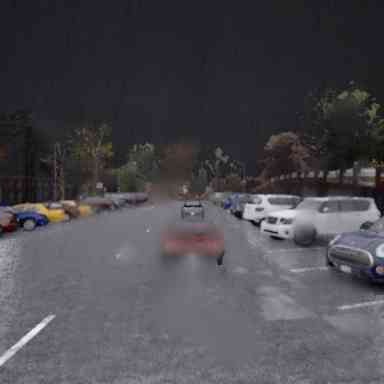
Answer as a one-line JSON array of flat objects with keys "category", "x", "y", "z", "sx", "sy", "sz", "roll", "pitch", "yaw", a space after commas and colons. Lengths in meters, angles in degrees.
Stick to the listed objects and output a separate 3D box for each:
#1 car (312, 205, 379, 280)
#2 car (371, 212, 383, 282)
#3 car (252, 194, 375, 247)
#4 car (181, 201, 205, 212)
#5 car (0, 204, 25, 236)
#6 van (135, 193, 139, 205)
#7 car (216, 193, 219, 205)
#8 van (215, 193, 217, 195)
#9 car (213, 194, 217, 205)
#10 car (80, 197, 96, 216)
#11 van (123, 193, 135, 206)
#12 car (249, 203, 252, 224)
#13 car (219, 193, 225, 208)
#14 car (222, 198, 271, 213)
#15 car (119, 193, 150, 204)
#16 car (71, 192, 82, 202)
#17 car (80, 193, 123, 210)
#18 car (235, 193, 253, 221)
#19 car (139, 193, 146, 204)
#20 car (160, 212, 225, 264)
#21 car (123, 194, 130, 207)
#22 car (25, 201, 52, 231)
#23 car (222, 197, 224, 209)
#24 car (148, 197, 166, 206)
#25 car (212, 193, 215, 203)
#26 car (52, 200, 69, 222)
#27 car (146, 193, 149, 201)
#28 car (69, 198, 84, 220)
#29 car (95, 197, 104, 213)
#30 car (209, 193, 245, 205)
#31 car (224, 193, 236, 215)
[{"category": "car", "x": 5.948, "y": 1.352, "z": 9.044, "sx": 4.553, "sy": 1.767, "sz": 2.185, "roll": 1, "pitch": 0, "yaw": -20}, {"category": "car", "x": 5.951, "y": 1.355, "z": 6.017, "sx": 4.553, "sy": 1.767, "sz": 2.185, "roll": 1, "pitch": 0, "yaw": -20}, {"category": "car", "x": 5.906, "y": 1.219, "z": 15.063, "sx": 5.566, "sy": 2.045, "sz": 2.435, "roll": 1, "pitch": 0, "yaw": -20}, {"category": "car", "x": 0.068, "y": 1.462, "z": 28.164, "sx": 2.128, "sy": 1.511, "sz": 4.902, "roll": 0, "pitch": 0, "yaw": 0}, {"category": "car", "x": -11.041, "y": 1.500, "z": 16.140, "sx": 4.792, "sy": 1.488, "sz": 2.163, "roll": -1, "pitch": 0, "yaw": -20}, {"category": "van", "x": -11.089, "y": 1.206, "z": 51.619, "sx": 4.442, "sy": 1.987, "sz": 1.878, "roll": -1, "pitch": 0, "yaw": -20}, {"category": "car", "x": 5.922, "y": 1.315, "z": 42.276, "sx": 4.553, "sy": 1.767, "sz": 2.185, "roll": 1, "pitch": 0, "yaw": -20}, {"category": "van", "x": 6.076, "y": 1.209, "z": 48.364, "sx": 4.442, "sy": 1.987, "sz": 1.878, "roll": 1, "pitch": 0, "yaw": -20}, {"category": "car", "x": 5.969, "y": 1.439, "z": 45.296, "sx": 4.892, "sy": 1.521, "sz": 2.231, "roll": 1, "pitch": 0, "yaw": -20}, {"category": "car", "x": -11.173, "y": 1.457, "z": 27.920, "sx": 5.366, "sy": 1.575, "sz": 1.946, "roll": -1, "pitch": 0, "yaw": -20}, {"category": "van", "x": -11.093, "y": 1.210, "z": 48.659, "sx": 4.442, "sy": 1.987, "sz": 1.878, "roll": -1, "pitch": 0, "yaw": -20}, {"category": "car", "x": 5.902, "y": 1.497, "z": 18.087, "sx": 4.792, "sy": 1.488, "sz": 2.163, "roll": 1, "pitch": 0, "yaw": -20}, {"category": "car", "x": 5.978, "y": 1.200, "z": 33.221, "sx": 5.566, "sy": 2.045, "sz": 2.435, "roll": 1, "pitch": 0, "yaw": -20}, {"category": "car", "x": 5.920, "y": 1.477, "z": 36.223, "sx": 4.792, "sy": 1.488, "sz": 2.163, "roll": 1, "pitch": 0, "yaw": -20}, {"category": "car", "x": -10.989, "y": 1.163, "z": 63.479, "sx": 5.566, "sy": 2.045, "sz": 2.435, "roll": -1, "pitch": 0, "yaw": -20}, {"category": "car", "x": -26.632, "y": 1.146, "z": 76.865, "sx": 2.435, "sy": 2.045, "sz": 5.566, "roll": 0, "pitch": 1, "yaw": -19}, {"category": "car", "x": -11.021, "y": 1.320, "z": 39.817, "sx": 4.553, "sy": 1.767, "sz": 2.185, "roll": -1, "pitch": 0, "yaw": -20}, {"category": "car", "x": 5.968, "y": 1.213, "z": 21.130, "sx": 5.566, "sy": 2.045, "sz": 2.435, "roll": 1, "pitch": 0, "yaw": -20}, {"category": "car", "x": -10.955, "y": 1.174, "z": 54.636, "sx": 5.566, "sy": 2.045, "sz": 2.435, "roll": -1, "pitch": 0, "yaw": -20}, {"category": "car", "x": 0.040, "y": 1.588, "z": 11.719, "sx": 1.895, "sy": 1.301, "sz": 4.718, "roll": 0, "pitch": 0, "yaw": 0}, {"category": "car", "x": -10.987, "y": 1.442, "z": 42.792, "sx": 4.892, "sy": 1.521, "sz": 2.231, "roll": -1, "pitch": 0, "yaw": -20}, {"category": "car", "x": -11.011, "y": 1.467, "z": 19.106, "sx": 5.008, "sy": 1.535, "sz": 2.097, "roll": -1, "pitch": 0, "yaw": -20}, {"category": "car", "x": 5.771, "y": 1.449, "z": 30.121, "sx": 5.366, "sy": 1.575, "sz": 1.946, "roll": 1, "pitch": 0, "yaw": -20}, {"category": "car", "x": -5.054, "y": 1.508, "z": 51.150, "sx": 1.994, "sy": 1.385, "sz": 4.181, "roll": 0, "pitch": 0, "yaw": 0}, {"category": "car", "x": 6.003, "y": 1.305, "z": 51.347, "sx": 4.553, "sy": 1.767, "sz": 2.185, "roll": 1, "pitch": 0, "yaw": -20}, {"category": "car", "x": -11.181, "y": 1.463, "z": 22.003, "sx": 5.366, "sy": 1.575, "sz": 1.946, "roll": -1, "pitch": 0, "yaw": -20}, {"category": "car", "x": -10.950, "y": 1.170, "z": 57.595, "sx": 5.566, "sy": 2.045, "sz": 2.435, "roll": -1, "pitch": 0, "yaw": -20}, {"category": "car", "x": -11.007, "y": 1.460, "z": 25.036, "sx": 5.008, "sy": 1.535, "sz": 2.097, "roll": -1, "pitch": 0, "yaw": -20}, {"category": "car", "x": -10.976, "y": 1.484, "z": 30.966, "sx": 4.792, "sy": 1.488, "sz": 2.163, "roll": -1, "pitch": 0, "yaw": -20}, {"category": "car", "x": 5.998, "y": 1.170, "z": 57.405, "sx": 5.566, "sy": 2.045, "sz": 2.435, "roll": 1, "pitch": 0, "yaw": -20}, {"category": "car", "x": 5.912, "y": 1.206, "z": 27.158, "sx": 5.566, "sy": 2.045, "sz": 2.435, "roll": 1, "pitch": 0, "yaw": -20}]
